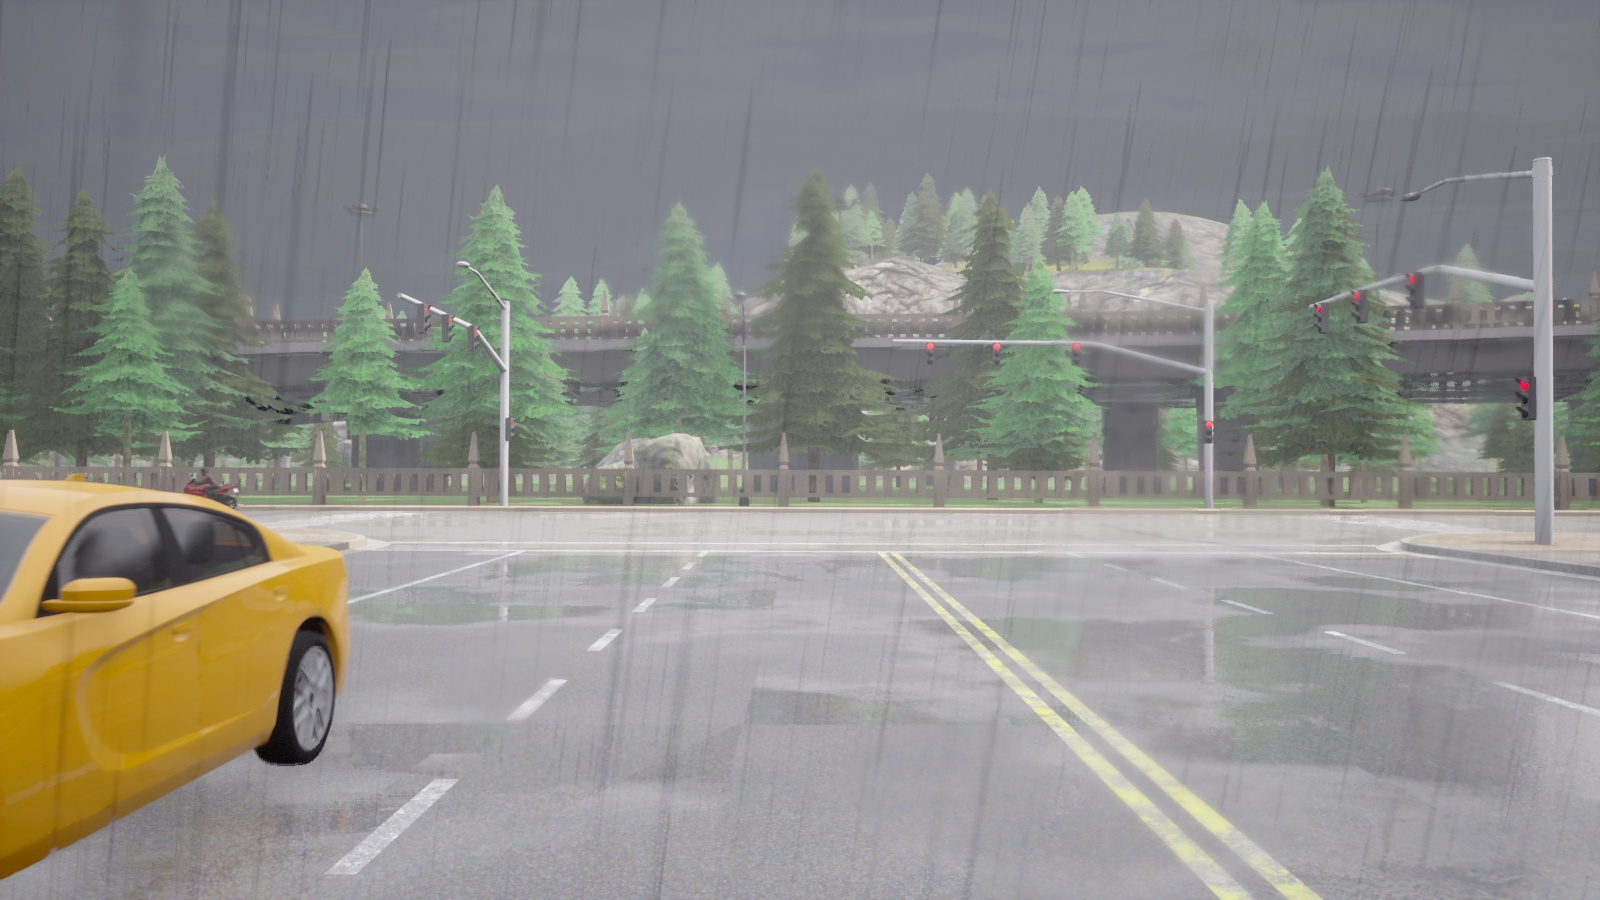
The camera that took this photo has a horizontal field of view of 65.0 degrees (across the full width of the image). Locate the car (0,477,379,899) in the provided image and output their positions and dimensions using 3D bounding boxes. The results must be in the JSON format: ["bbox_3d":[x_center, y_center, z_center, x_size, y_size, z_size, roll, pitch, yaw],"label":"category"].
[{"bbox_3d":[-3.513,0.893,5.182,1.882,1.535,5.008,0,-1,0],"label":"car"}]

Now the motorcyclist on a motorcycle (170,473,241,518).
[{"bbox_3d":[-20.147,1.535,42.585,2.044,1.523,0.797,0,-1,1],"label":"motorcyclist on a motorcycle"}]
